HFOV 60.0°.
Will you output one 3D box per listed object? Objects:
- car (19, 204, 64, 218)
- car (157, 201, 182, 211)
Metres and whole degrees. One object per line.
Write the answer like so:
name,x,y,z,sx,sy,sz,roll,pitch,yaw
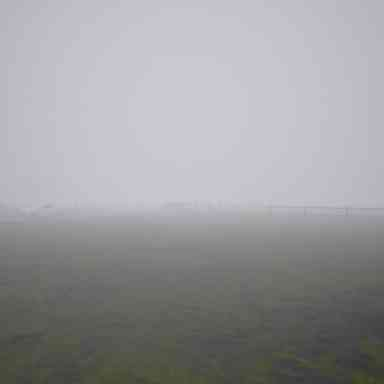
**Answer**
car,-16.061,2.001,35.768,1.812,1.442,4.674,-2,-2,35
car,-3.620,2.233,53.321,2.128,1.511,4.902,-2,-2,36
